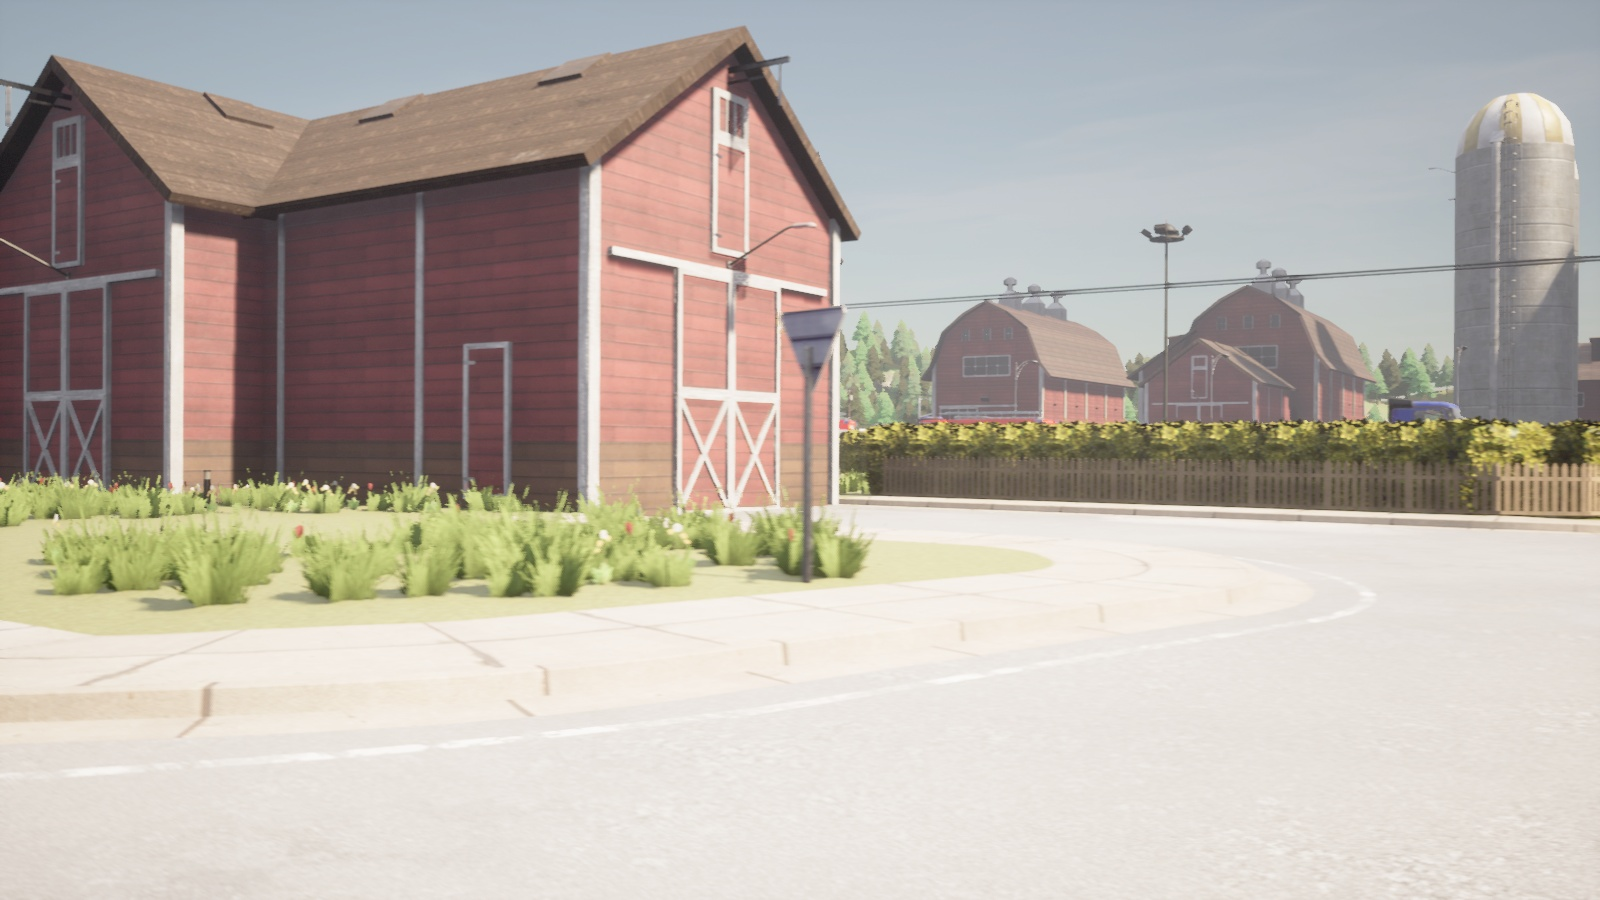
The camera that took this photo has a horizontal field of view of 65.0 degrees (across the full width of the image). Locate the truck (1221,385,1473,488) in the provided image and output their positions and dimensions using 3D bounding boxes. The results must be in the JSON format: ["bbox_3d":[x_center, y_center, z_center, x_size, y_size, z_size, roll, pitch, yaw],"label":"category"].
[{"bbox_3d":[19.681,-0.430,45.367,7.936,3.462,2.891,-1,0,33],"label":"truck"}]

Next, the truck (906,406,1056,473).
[{"bbox_3d":[10.880,-0.589,75.961,8.468,3.827,2.891,-1,0,33],"label":"truck"}]

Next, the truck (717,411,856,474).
[{"bbox_3d":[-0.839,-0.467,81.386,8.468,3.827,2.891,-1,0,13],"label":"truck"}]
